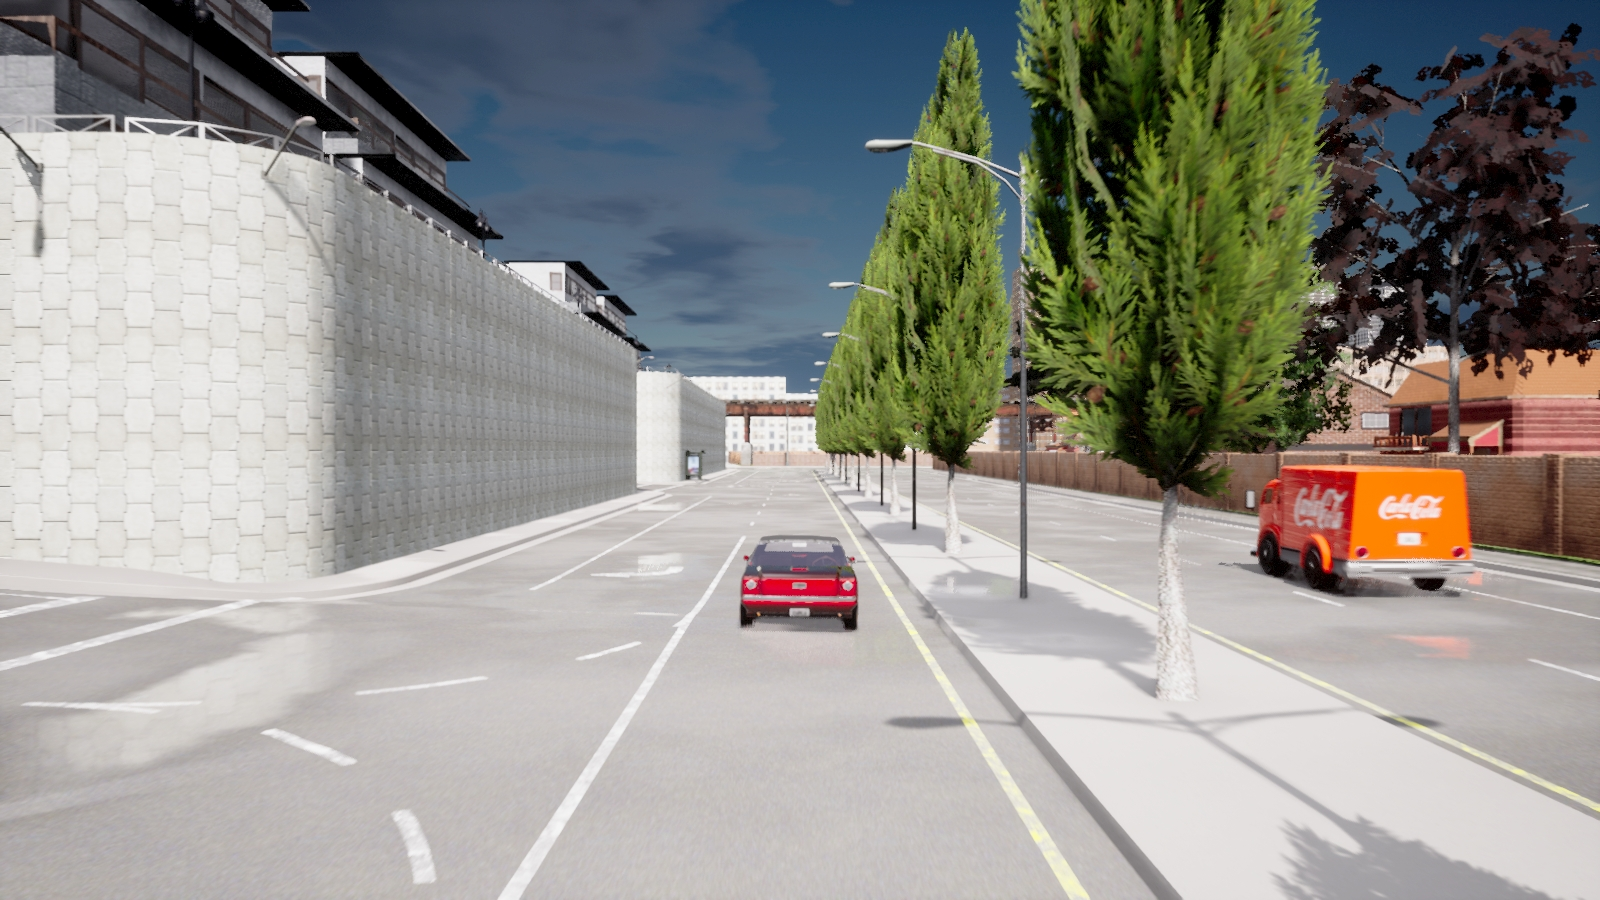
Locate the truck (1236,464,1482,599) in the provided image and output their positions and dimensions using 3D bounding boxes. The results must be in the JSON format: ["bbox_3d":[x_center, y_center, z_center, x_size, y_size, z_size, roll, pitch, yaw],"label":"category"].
[{"bbox_3d":[11.469,1.564,24.013,2.627,2.467,5.204,0,0,0],"label":"truck"}]

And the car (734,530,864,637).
[{"bbox_3d":[-0.025,2.130,19.220,1.895,1.301,4.718,1,-1,0],"label":"car"}]
